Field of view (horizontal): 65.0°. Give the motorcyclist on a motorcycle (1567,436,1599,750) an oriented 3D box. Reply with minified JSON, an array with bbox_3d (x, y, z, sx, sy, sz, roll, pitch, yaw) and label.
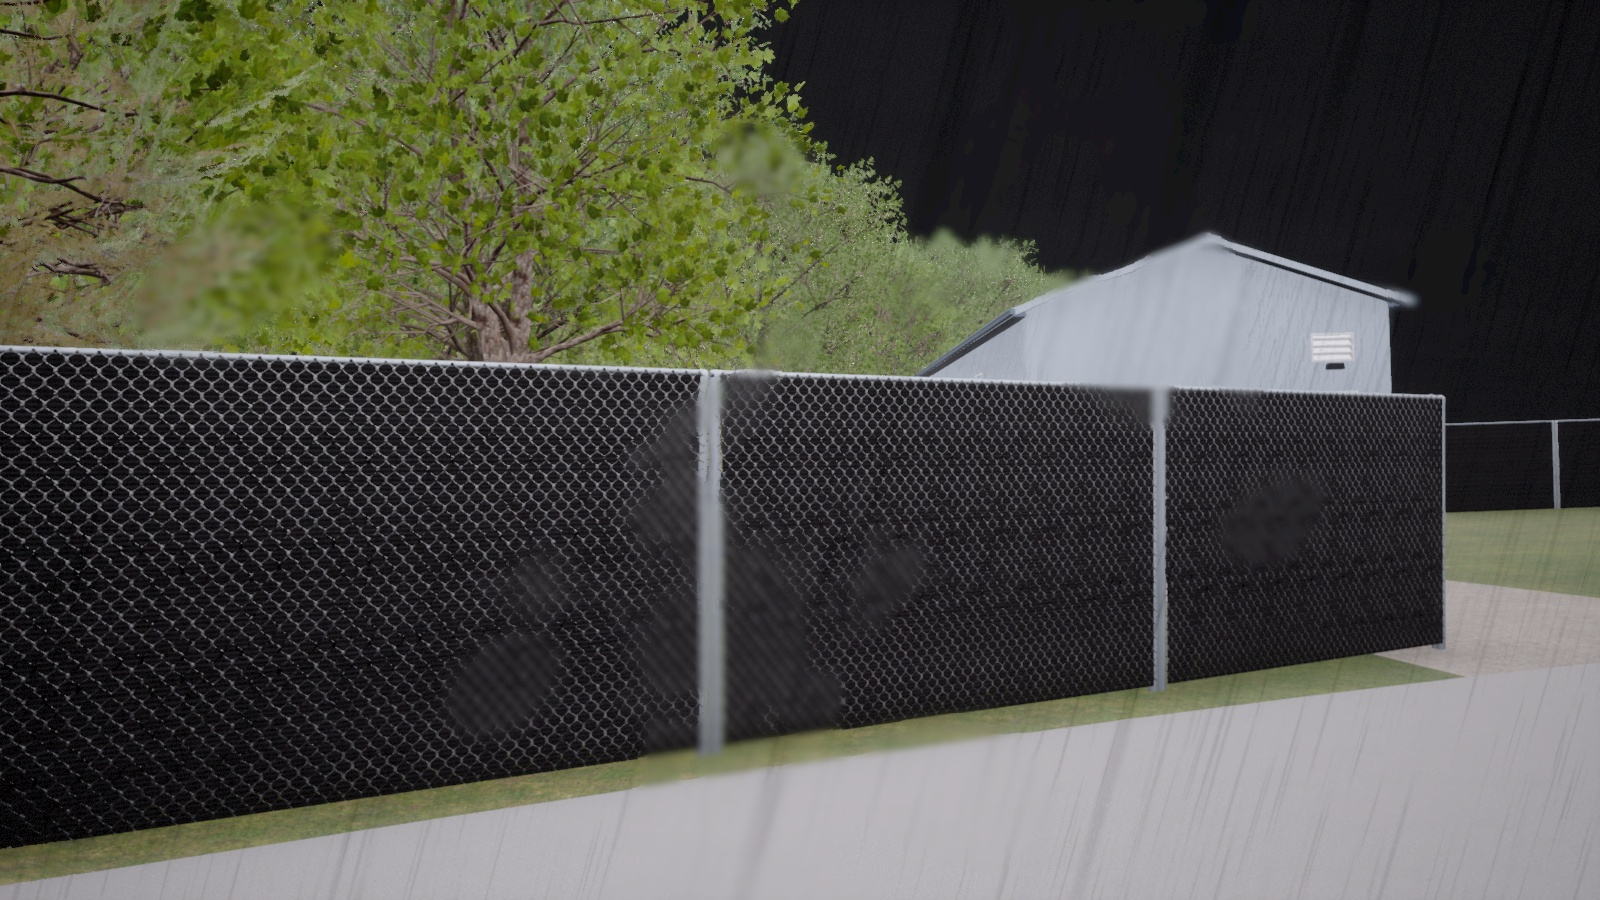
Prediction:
[{"bbox_3d":[4.909,0.690,6.281,2.044,1.523,0.797,0,1,-24],"label":"motorcyclist on a motorcycle"}]
